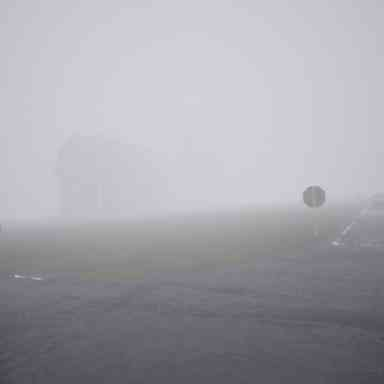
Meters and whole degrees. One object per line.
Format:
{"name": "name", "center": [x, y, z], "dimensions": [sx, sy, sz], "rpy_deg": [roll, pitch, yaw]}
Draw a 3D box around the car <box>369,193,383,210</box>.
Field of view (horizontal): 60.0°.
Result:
{"name": "car", "center": [18.138, 0.819, 31.733], "dimensions": [1.882, 1.535, 5.008], "rpy_deg": [-4, 0, 31]}
